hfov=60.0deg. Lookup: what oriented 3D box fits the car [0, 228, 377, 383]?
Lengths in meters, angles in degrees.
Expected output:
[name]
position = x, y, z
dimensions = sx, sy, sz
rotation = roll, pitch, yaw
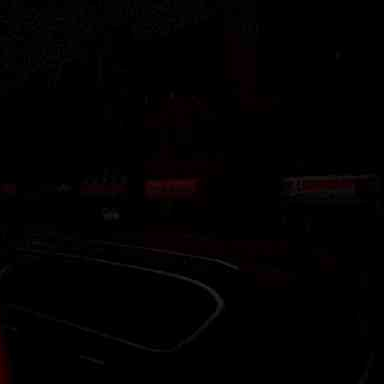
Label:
[car]
position = -0.857, 1.314, 3.441
dimensions = 5.009, 1.841, 2.192
rotation = 0, -1, 36
